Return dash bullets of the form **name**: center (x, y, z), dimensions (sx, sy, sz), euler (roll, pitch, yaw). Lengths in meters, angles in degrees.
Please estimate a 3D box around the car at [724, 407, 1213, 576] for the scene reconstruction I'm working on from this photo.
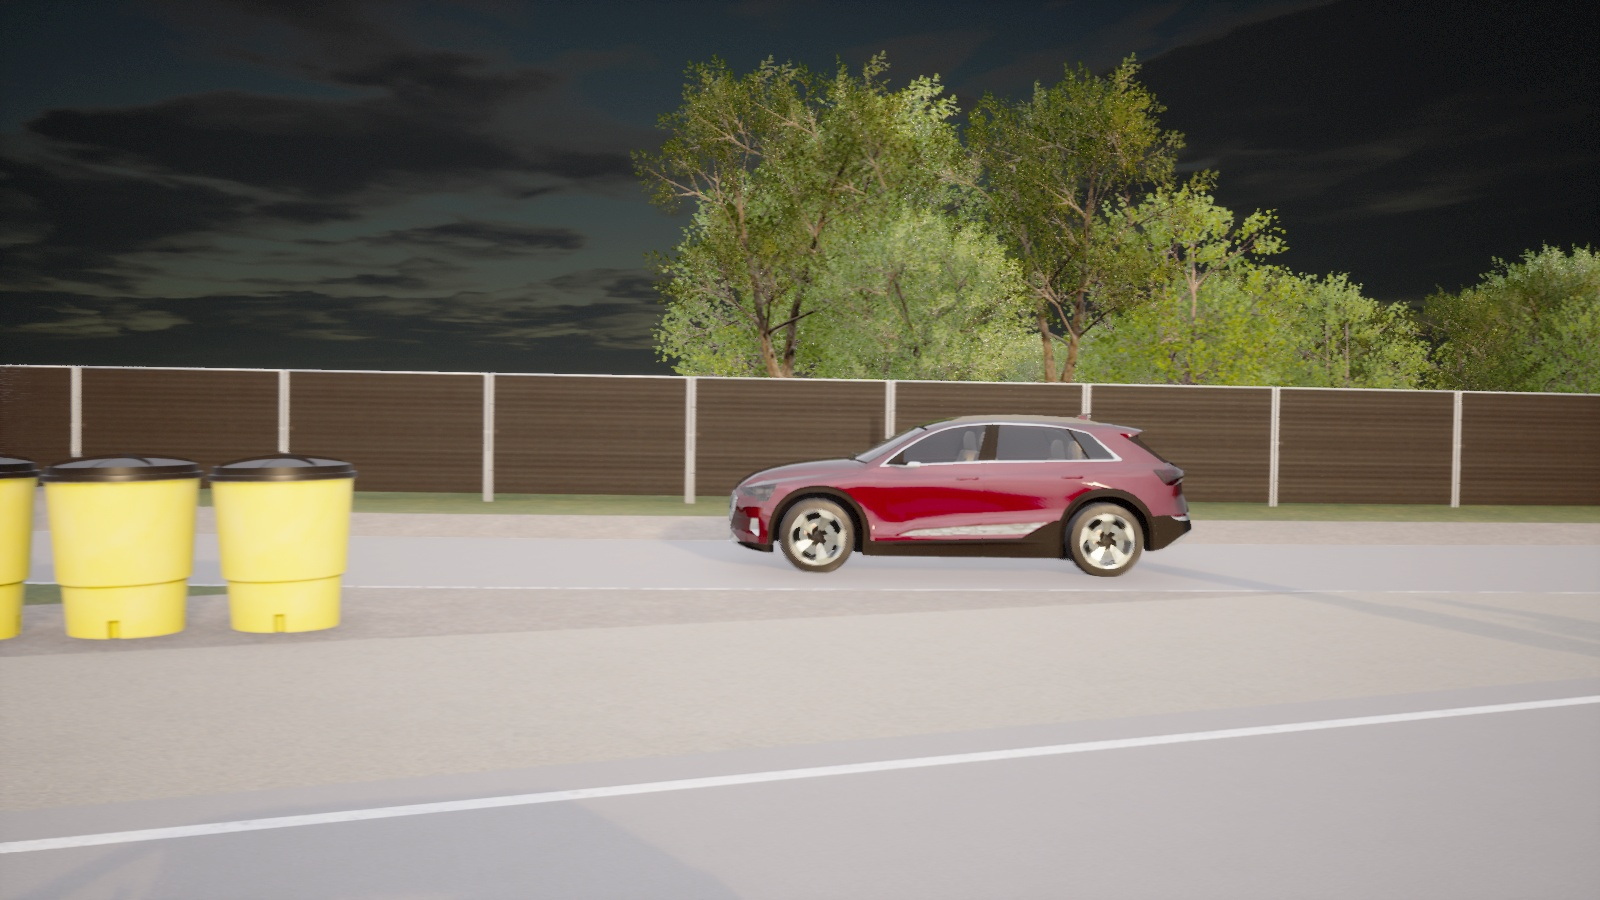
- **car**: center (1.657, 0.387, 13.457), dimensions (4.856, 1.649, 2.033), euler (0, 1, -1)

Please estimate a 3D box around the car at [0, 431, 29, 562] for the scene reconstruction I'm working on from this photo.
- **car**: center (-11.162, 0.526, 13.473), dimensions (4.674, 1.442, 1.812), euler (0, 1, 1)
